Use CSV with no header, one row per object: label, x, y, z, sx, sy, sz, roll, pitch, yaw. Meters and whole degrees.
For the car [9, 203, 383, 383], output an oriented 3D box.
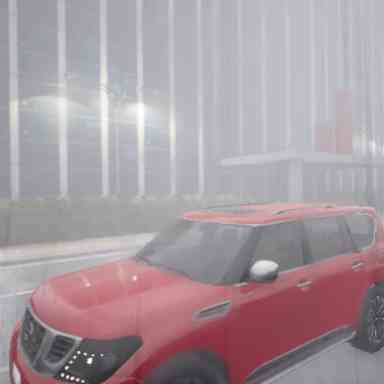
car,0.703,1.213,4.526,5.566,2.045,2.150,-1,0,-36
